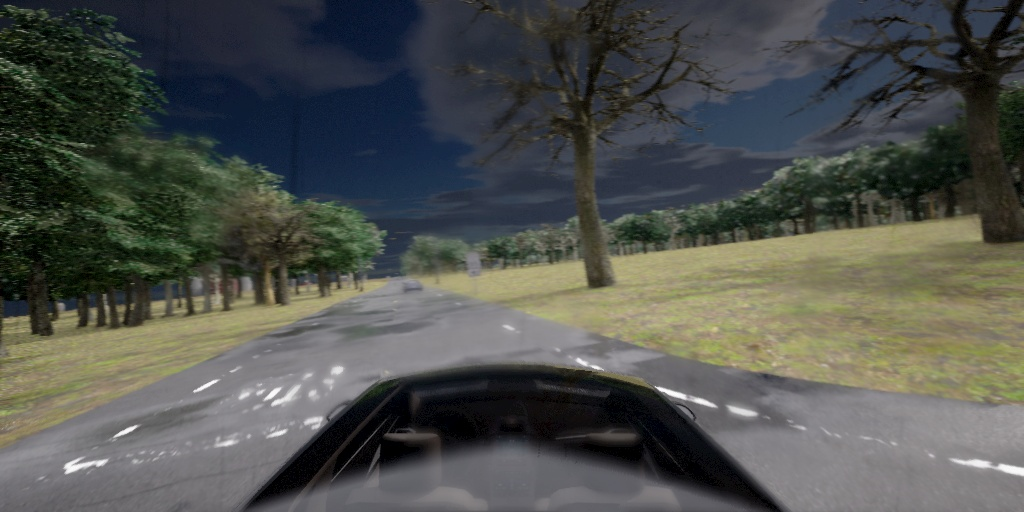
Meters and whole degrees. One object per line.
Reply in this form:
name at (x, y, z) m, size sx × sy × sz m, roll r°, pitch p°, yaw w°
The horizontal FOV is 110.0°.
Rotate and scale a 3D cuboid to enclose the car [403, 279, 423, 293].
car at (-11.354, 3.432, 41.179) m, size 1.994 × 1.385 × 4.181 m, roll -5°, pitch -2°, yaw -17°
